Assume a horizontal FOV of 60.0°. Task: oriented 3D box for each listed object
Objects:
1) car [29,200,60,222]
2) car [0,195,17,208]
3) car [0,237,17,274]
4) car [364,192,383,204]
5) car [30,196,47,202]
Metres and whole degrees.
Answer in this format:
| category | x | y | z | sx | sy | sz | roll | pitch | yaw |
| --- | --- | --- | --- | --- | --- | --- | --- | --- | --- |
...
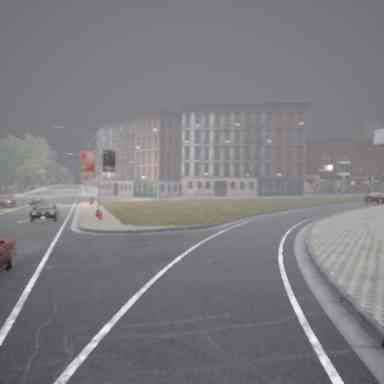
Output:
| category | x | y | z | sx | sy | sz | roll | pitch | yaw |
| --- | --- | --- | --- | --- | --- | --- | --- | --- | --- |
| car | -11.477 | 1.563 | 26.236 | 1.895 | 1.301 | 4.718 | 0 | 0 | -18 |
| car | -23.851 | 1.146 | 42.549 | 2.097 | 1.767 | 4.553 | 0 | 1 | -18 |
| car | -5.581 | 1.591 | 7.981 | 1.895 | 1.301 | 4.718 | 0 | 0 | -18 |
| car | 25.269 | 0.785 | 45.343 | 5.008 | 1.535 | 1.882 | -2 | 3 | -40 |
| car | -22.030 | 1.314 | 47.610 | 2.033 | 1.411 | 5.357 | 0 | 0 | -18 |
